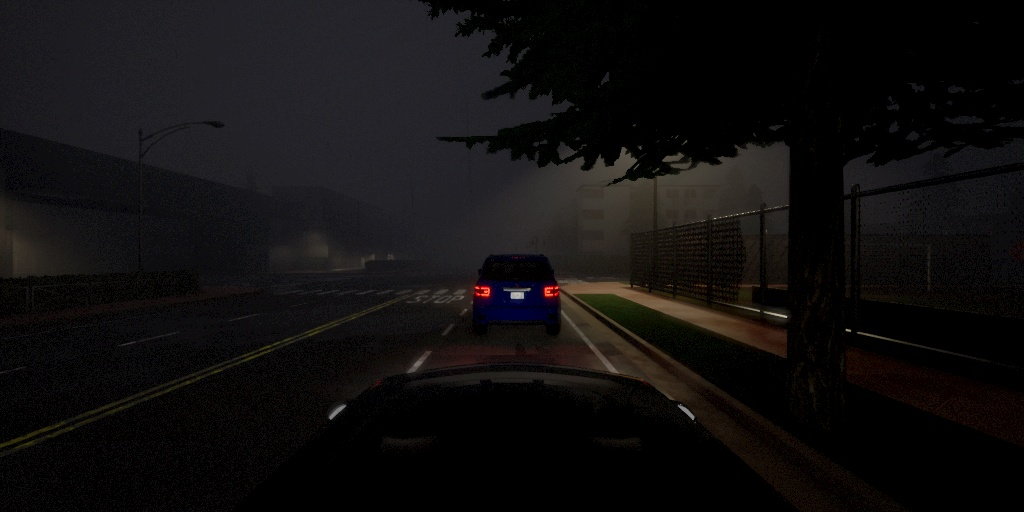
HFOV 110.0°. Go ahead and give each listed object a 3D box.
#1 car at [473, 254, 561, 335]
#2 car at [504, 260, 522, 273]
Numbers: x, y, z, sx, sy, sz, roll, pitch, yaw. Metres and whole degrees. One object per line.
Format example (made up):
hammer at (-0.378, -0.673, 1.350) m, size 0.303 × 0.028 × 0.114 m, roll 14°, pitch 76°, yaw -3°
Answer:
car at (0.124, 0.972, 10.649) m, size 2.150 × 2.045 × 5.566 m, roll 0°, pitch 0°, yaw 0°
car at (0.069, 1.242, 45.524) m, size 2.128 × 1.511 × 4.902 m, roll 0°, pitch 0°, yaw 0°
